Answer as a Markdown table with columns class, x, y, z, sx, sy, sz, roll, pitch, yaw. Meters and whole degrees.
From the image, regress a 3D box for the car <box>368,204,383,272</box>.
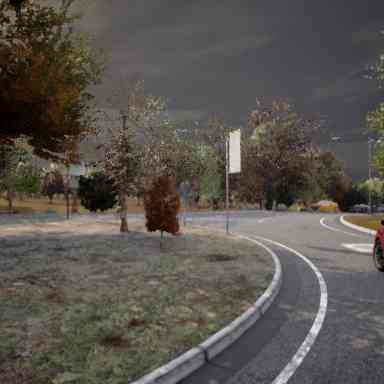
| class | x | y | z | sx | sy | sz | roll | pitch | yaw |
| --- | --- | --- | --- | --- | --- | --- | --- | --- | --- |
| car | 5.734 | 1.216 | 7.368 | 2.150 | 2.045 | 5.566 | 0 | 0 | 18 |

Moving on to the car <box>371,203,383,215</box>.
| class | x | y | z | sx | sy | sz | roll | pitch | yaw |
| --- | --- | --- | --- | --- | --- | --- | --- | --- | --- |
| car | 27.795 | 2.533 | 47.764 | 4.902 | 1.511 | 2.128 | 6 | -4 | -44 |

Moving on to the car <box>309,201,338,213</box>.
| class | x | y | z | sx | sy | sz | roll | pitch | yaw |
| --- | --- | --- | --- | --- | --- | --- | --- | --- | --- |
| car | 16.851 | 1.825 | 42.482 | 5.008 | 1.535 | 1.882 | 3 | -2 | -43 |

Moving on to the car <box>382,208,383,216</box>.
| class | x | y | z | sx | sy | sz | roll | pitch | yaw |
| --- | --- | --- | --- | --- | --- | --- | --- | --- | --- |
| car | 36.912 | 3.843 | 61.416 | 4.892 | 1.490 | 1.837 | 6 | -4 | -43 |

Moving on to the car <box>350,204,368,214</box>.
| class | x | y | z | sx | sy | sz | roll | pitch | yaw |
| --- | --- | --- | --- | --- | --- | --- | --- | --- | --- |
| car | 25.918 | 2.618 | 51.069 | 4.892 | 1.490 | 1.837 | 7 | -5 | -43 |
